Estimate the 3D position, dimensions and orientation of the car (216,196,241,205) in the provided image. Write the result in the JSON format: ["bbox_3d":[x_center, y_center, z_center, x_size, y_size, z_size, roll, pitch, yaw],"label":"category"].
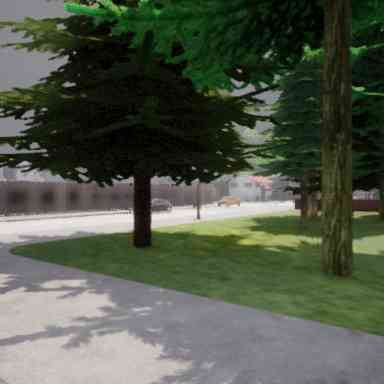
[{"bbox_3d":[5.316,1.322,47.794,1.882,1.535,5.008,0,0,36],"label":"car"}]

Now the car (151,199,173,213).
[{"bbox_3d":[-4.039,1.476,34.859,1.837,1.490,4.892,0,0,36],"label":"car"}]
